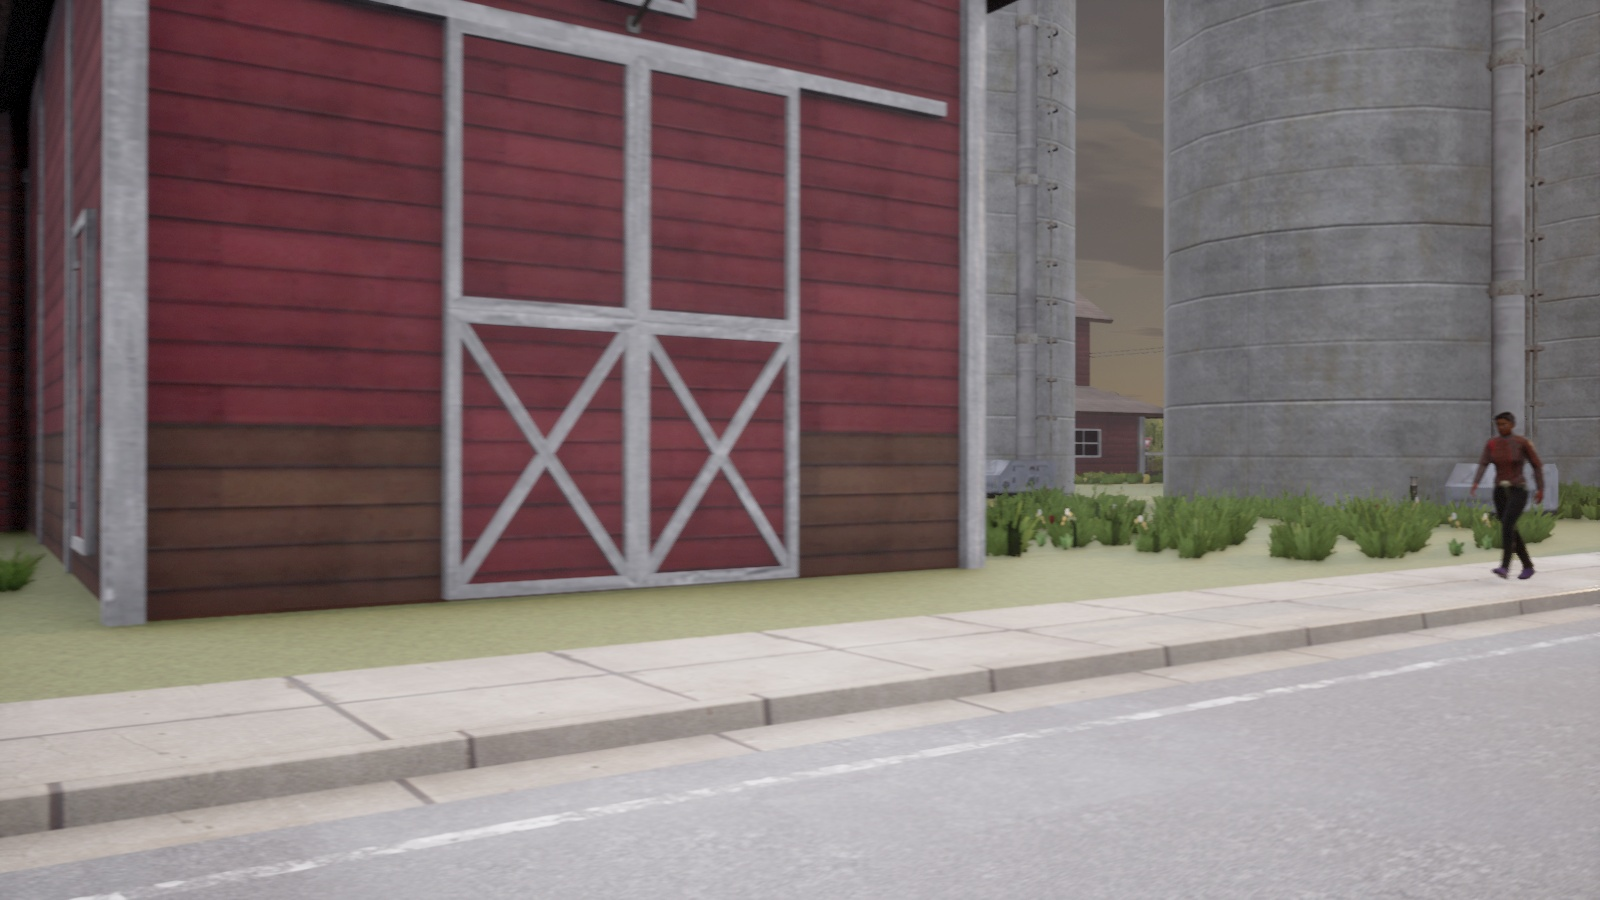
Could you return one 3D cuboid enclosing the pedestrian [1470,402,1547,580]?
[{"bbox_3d":[7.426,0.417,13.152,0.869,1.805,0.328,0,0,-33],"label":"pedestrian"}]
